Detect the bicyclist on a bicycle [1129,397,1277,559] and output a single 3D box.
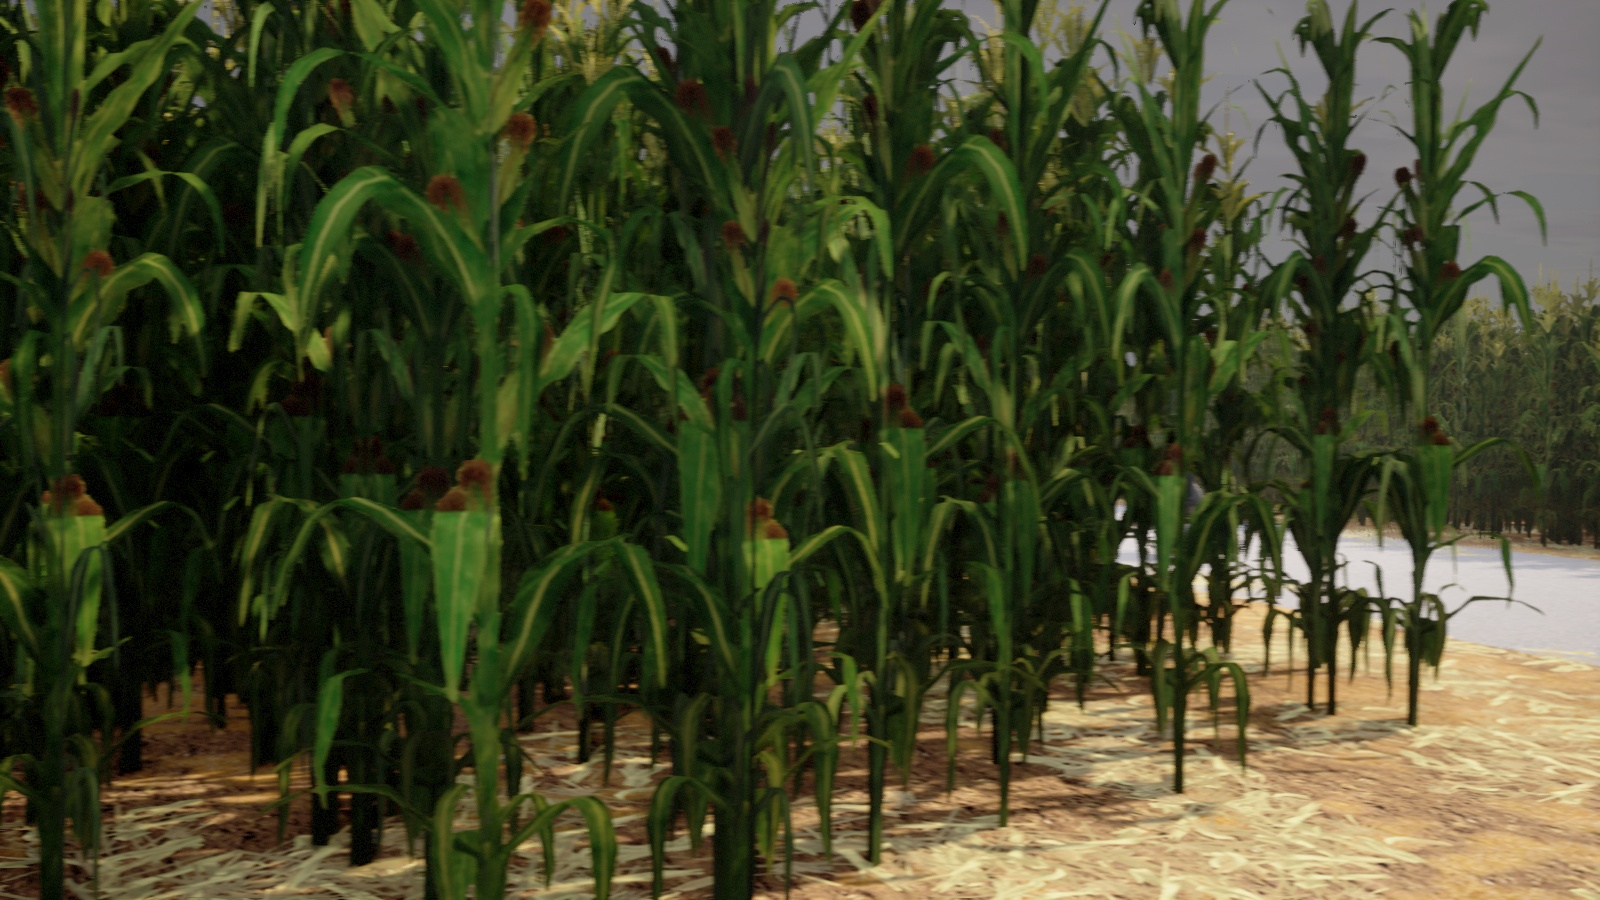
[{"bbox_3d":[4.689,0.298,14.752,0.659,1.776,1.843,0,1,-21],"label":"bicyclist on a bicycle"}]
